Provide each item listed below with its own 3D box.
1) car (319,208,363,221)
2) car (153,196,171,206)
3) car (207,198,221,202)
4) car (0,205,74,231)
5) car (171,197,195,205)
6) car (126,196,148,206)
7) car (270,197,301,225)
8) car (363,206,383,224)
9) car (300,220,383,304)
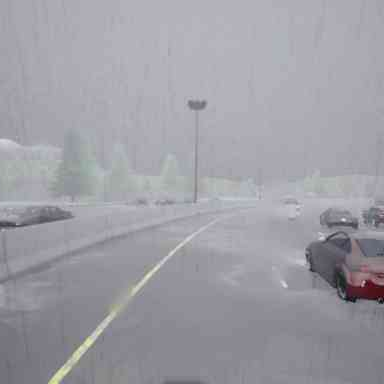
[{"bbox_3d":[10.425,1.810,23.848,1.994,1.385,4.181,1,0,13],"label":"car"},{"bbox_3d":[-4.765,1.433,56.400,2.097,1.767,4.553,1,0,23],"label":"car"},{"bbox_3d":[4.019,1.801,58.889,1.994,1.385,4.181,1,0,25],"label":"car"},{"bbox_3d":[-8.669,1.454,18.644,2.033,1.411,5.357,1,0,9],"label":"car"},{"bbox_3d":[-1.045,1.635,56.194,2.128,1.511,4.902,1,0,24],"label":"car"},{"bbox_3d":[-9.043,1.496,55.311,2.128,1.511,4.902,1,0,23],"label":"car"},{"bbox_3d":[7.415,1.424,26.424,2.150,2.045,5.566,1,0,14],"label":"car"},{"bbox_3d":[14.329,1.821,25.156,1.837,1.490,4.892,1,0,14],"label":"car"},{"bbox_3d":[4.278,1.661,8.395,1.994,1.385,4.181,1,0,6],"label":"car"}]
